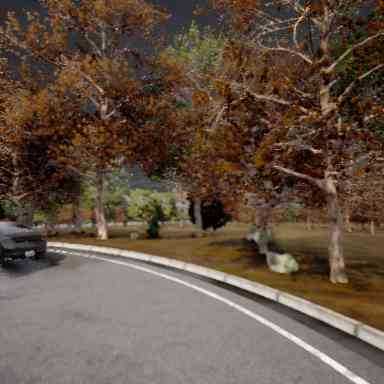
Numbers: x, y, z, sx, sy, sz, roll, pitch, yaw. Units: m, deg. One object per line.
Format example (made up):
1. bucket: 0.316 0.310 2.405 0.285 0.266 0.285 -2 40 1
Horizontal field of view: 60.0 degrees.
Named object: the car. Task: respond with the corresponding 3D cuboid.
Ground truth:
1. car: -7.606 1.930 12.850 4.892 1.490 1.837 -1 -2 34
